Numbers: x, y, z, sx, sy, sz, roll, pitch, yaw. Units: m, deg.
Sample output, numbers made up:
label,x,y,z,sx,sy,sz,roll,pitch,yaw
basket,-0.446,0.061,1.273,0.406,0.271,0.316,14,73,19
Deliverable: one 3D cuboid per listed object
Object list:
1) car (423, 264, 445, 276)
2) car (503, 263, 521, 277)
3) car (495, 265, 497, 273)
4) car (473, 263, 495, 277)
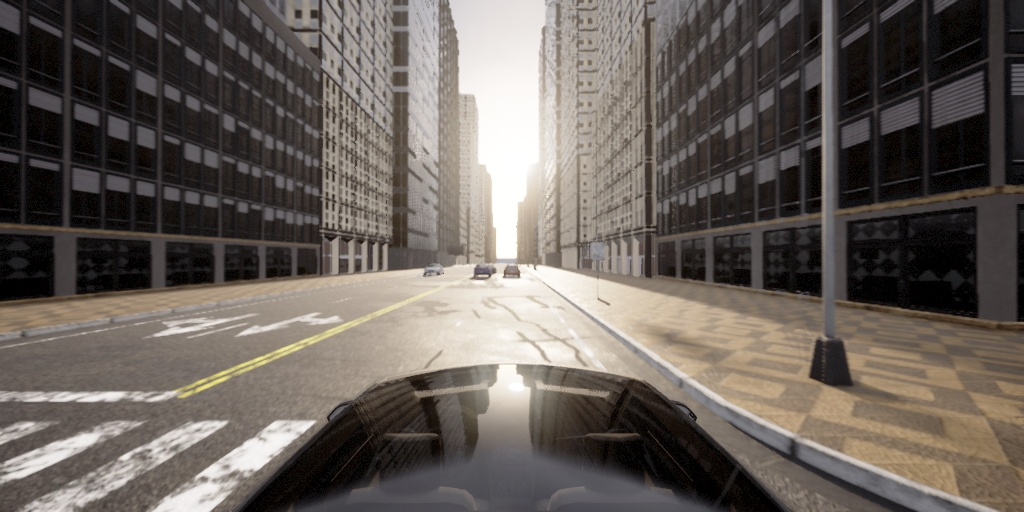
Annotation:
label,x,y,z,sx,sy,sz,roll,pitch,yaw
car,-9.768,1.679,45.301,1.812,1.442,4.674,0,-1,0
car,-0.016,1.683,41.553,1.994,1.385,4.181,0,-1,0
car,-3.268,1.790,51.578,1.994,1.385,4.181,0,-1,0
car,-3.266,1.586,40.720,1.882,1.535,5.008,0,-1,0
